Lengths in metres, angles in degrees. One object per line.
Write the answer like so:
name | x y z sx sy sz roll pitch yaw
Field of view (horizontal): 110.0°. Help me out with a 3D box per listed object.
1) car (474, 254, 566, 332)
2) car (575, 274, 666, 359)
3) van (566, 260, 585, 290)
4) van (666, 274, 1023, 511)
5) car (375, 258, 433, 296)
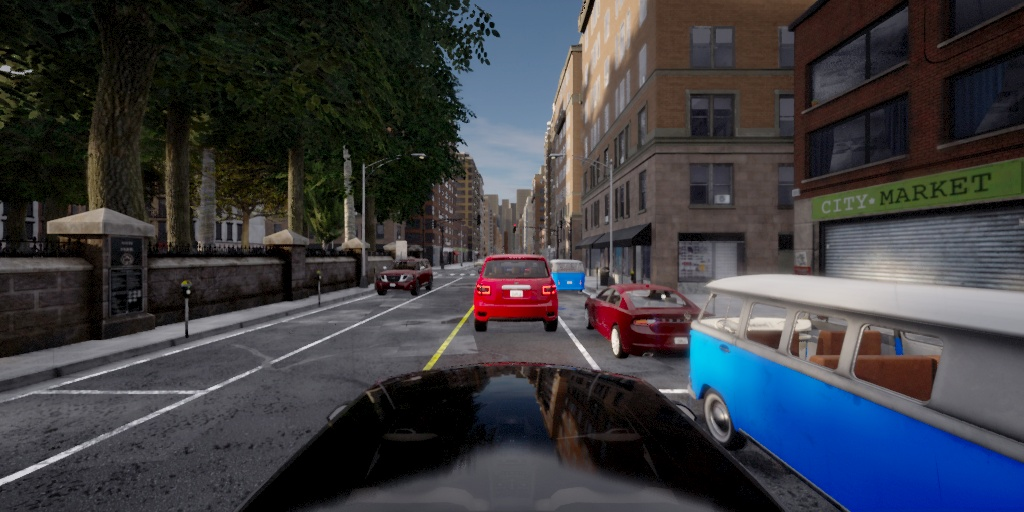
car | 0.096 0.969 11.036 2.150 2.045 5.566 0 0 0
car | 2.855 1.294 8.277 1.888 1.381 4.507 0 0 0
van | 2.854 1.084 19.598 1.690 1.789 3.998 0 0 0
van | 2.856 1.091 2.616 1.690 1.789 3.998 0 0 0
car | -5.671 1.058 19.557 2.192 1.841 5.009 0 0 0
